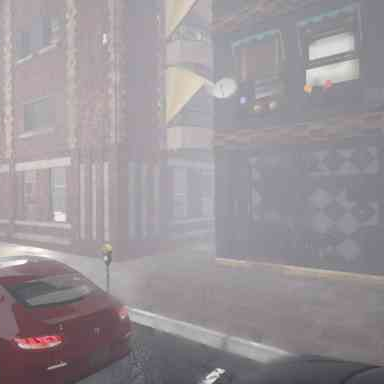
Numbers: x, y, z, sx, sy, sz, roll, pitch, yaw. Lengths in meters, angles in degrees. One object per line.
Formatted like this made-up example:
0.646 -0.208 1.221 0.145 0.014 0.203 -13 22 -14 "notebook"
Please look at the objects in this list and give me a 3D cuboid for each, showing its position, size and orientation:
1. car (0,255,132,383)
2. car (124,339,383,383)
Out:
-2.670 1.583 4.741 4.206 1.307 1.802 0 -1 35 "car"
1.941 1.566 1.464 4.313 1.339 1.947 0 -1 35 "car"
